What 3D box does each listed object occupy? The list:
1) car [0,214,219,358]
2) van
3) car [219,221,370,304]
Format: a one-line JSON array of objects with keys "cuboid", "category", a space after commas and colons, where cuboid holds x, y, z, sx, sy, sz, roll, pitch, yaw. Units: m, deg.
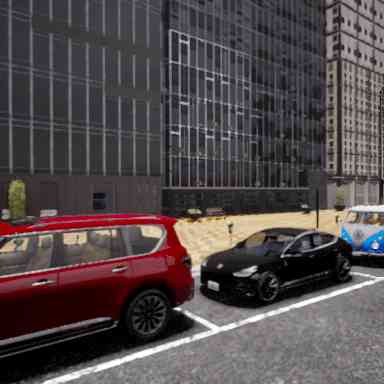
[{"cuboid": [-2.278, 1.316, 4.942, 5.009, 1.841, 2.192, 0, 0, -35], "category": "car"}, {"cuboid": [6.715, 1.343, 11.357, 3.998, 1.788, 1.690, 0, 0, -35], "category": "van"}, {"cuboid": [2.220, 1.567, 8.149, 4.313, 1.339, 1.947, 0, 0, -35], "category": "car"}]
